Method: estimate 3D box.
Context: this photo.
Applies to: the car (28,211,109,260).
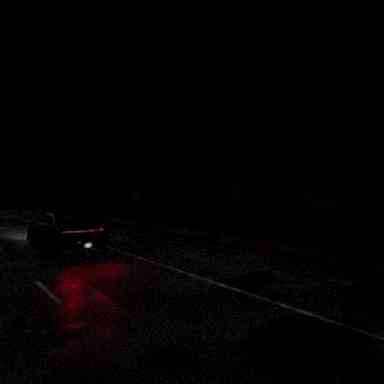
[{"bbox_3d":[-4.792,1.465,12.537,2.128,1.511,4.902,0,0,-37],"label":"car"}]
